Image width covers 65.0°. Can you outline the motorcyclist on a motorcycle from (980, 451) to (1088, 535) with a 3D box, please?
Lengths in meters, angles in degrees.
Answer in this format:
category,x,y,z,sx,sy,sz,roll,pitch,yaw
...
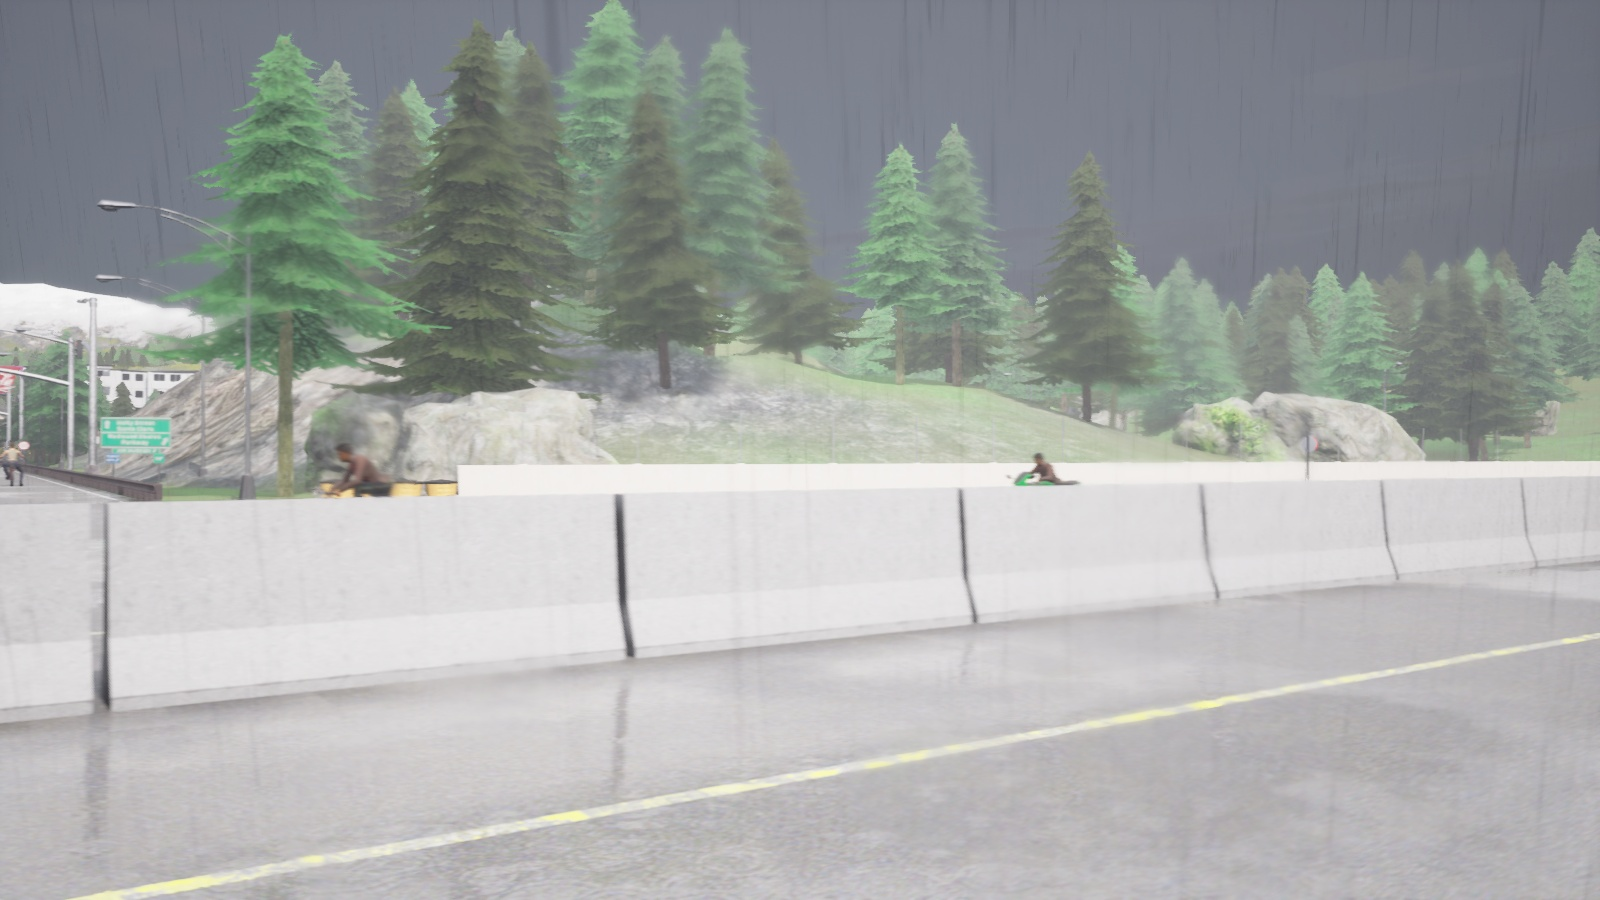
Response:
category,x,y,z,sx,sy,sz,roll,pitch,yaw
motorcyclist on a motorcycle,4.454,0.785,23.816,2.044,1.523,0.797,0,0,-35
